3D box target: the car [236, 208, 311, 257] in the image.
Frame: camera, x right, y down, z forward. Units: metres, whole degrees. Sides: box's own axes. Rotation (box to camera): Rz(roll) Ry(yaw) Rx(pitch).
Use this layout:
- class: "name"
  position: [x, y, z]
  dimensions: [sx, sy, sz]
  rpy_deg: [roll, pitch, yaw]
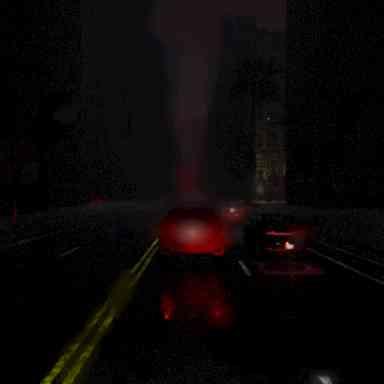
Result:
- class: "car"
  position: [3.266, 1.625, 13.505]
  dimensions: [2.128, 1.511, 4.902]
  rpy_deg: [0, 0, 0]

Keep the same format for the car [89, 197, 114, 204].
- class: "car"
  position: [-23.845, 2.632, 87.708]
  dimensions: [4.829, 1.417, 1.752]
  rpy_deg: [-1, 1, 0]

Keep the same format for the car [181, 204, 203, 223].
- class: "car"
  position: [0.020, 1.804, 28.901]
  dimensions: [1.812, 1.442, 4.674]
  rpy_deg: [0, 0, 0]

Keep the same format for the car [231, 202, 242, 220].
- class: "car"
  position: [3.265, 1.625, 28.416]
  dimensions: [2.097, 1.767, 4.553]
  rpy_deg: [0, -1, 0]

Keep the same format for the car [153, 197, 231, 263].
- class: "car"
  position: [0.008, 1.348, 12.585]
  dimensions: [2.150, 2.045, 5.566]
  rpy_deg: [0, 0, 0]

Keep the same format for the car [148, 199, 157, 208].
- class: "car"
  position: [-6.563, 2.043, 58.004]
  dimensions: [1.837, 1.490, 4.892]
  rpy_deg: [0, 0, 0]
